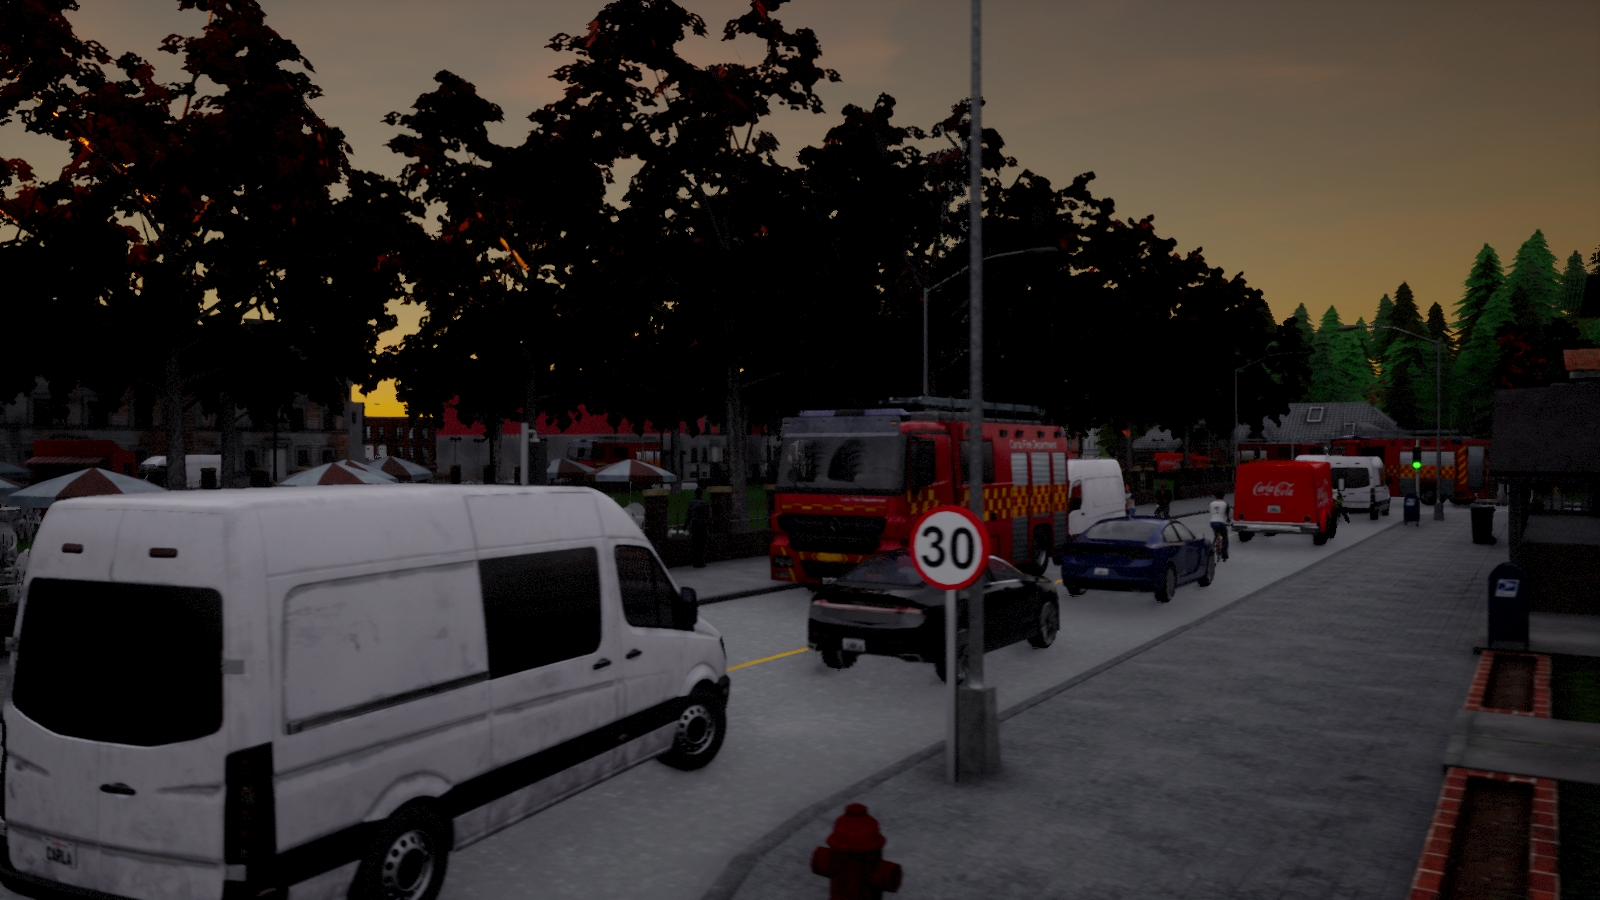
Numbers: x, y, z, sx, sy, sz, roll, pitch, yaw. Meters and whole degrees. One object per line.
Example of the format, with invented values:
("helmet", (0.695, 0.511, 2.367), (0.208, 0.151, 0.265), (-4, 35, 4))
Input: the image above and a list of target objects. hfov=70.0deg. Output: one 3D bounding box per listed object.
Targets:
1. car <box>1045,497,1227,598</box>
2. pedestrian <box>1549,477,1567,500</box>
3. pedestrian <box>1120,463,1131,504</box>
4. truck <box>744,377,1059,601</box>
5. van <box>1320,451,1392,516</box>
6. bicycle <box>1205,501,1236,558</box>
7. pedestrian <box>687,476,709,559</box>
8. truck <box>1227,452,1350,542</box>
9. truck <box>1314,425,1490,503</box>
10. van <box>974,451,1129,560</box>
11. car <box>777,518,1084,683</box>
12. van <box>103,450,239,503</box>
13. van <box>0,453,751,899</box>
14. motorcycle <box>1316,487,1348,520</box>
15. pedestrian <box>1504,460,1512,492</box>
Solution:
("car", (6.777, 1.814, 22.642), (2.097, 1.535, 5.006), (0, 0, 33))
("pedestrian", (37.261, 1.903, 56.171), (0.500, 1.100, 0.500), (0, 0, -12))
("pedestrian", (14.825, 1.525, 51.988), (0.375, 1.860, 0.375), (0, 0, 34))
("truck", (2.495, 0.671, 23.869), (2.891, 3.827, 8.468), (0, 0, 33))
("van", (23.466, 1.315, 48.088), (1.988, 2.561, 5.915), (0, 0, 33))
("bicycle", (10.346, 1.936, 28.088), (0.373, 1.296, 1.643), (0, 0, 33))
("pedestrian", (-2.311, 1.525, 25.875), (0.375, 1.860, 0.375), (0, 0, 24))
("truck", (15.324, 1.363, 35.678), (2.627, 2.467, 5.204), (0, 1, 33))
("truck", (31.730, 0.670, 60.729), (2.891, 3.827, 8.468), (0, 0, -21))
("van", (6.713, 1.315, 29.860), (1.988, 2.561, 5.915), (0, 0, 33))
("car", (1.946, 1.828, 15.321), (2.128, 1.511, 4.902), (0, 0, 33))
("van", (-32.697, 1.312, 59.593), (1.988, 2.561, 5.915), (0, 0, 33))
("van", (-2.527, 1.314, 8.655), (1.988, 2.561, 5.915), (0, 0, 23))
("motorcycle", (19.889, 1.993, 42.662), (0.803, 1.145, 2.033), (0, 0, 33))
("pedestrian", (41.324, 1.518, 66.675), (0.375, 1.860, 0.375), (0, 0, 28))
